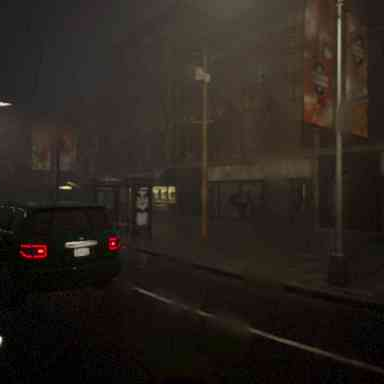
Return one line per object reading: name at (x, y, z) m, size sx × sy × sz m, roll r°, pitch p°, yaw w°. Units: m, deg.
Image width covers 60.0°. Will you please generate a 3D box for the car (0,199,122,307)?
car at (-3.826, 1.220, 8.331) m, size 2.150 × 2.045 × 5.566 m, roll 0°, pitch 0°, yaw -40°
